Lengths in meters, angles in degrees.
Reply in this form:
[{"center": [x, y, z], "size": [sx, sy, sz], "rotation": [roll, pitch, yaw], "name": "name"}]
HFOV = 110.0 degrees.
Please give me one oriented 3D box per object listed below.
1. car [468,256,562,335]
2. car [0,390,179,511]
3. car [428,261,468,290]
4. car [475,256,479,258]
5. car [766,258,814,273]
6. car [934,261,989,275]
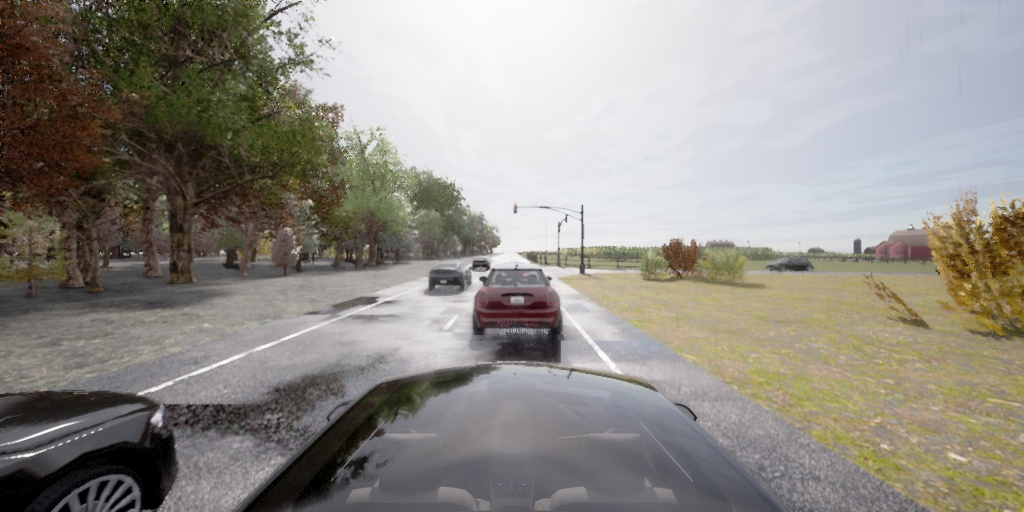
[{"center": [0.113, 0.989, 10.194], "size": [2.097, 1.767, 4.553], "rotation": [0, 1, 0], "name": "car"}, {"center": [-3.403, 1.257, 0.633], "size": [2.128, 1.511, 4.902], "rotation": [0, 1, 0], "name": "car"}, {"center": [-3.359, 1.010, 20.055], "size": [1.837, 1.490, 4.892], "rotation": [0, 0, 0], "name": "car"}, {"center": [-3.316, 0.747, 40.023], "size": [1.837, 1.490, 4.892], "rotation": [0, 1, 0], "name": "car"}, {"center": [32.197, 0.969, 41.692], "size": [4.553, 1.767, 2.097], "rotation": [1, 0, 0], "name": "car"}, {"center": [47.939, 1.269, 37.969], "size": [4.902, 1.511, 2.128], "rotation": [1, 0, 1], "name": "car"}]
